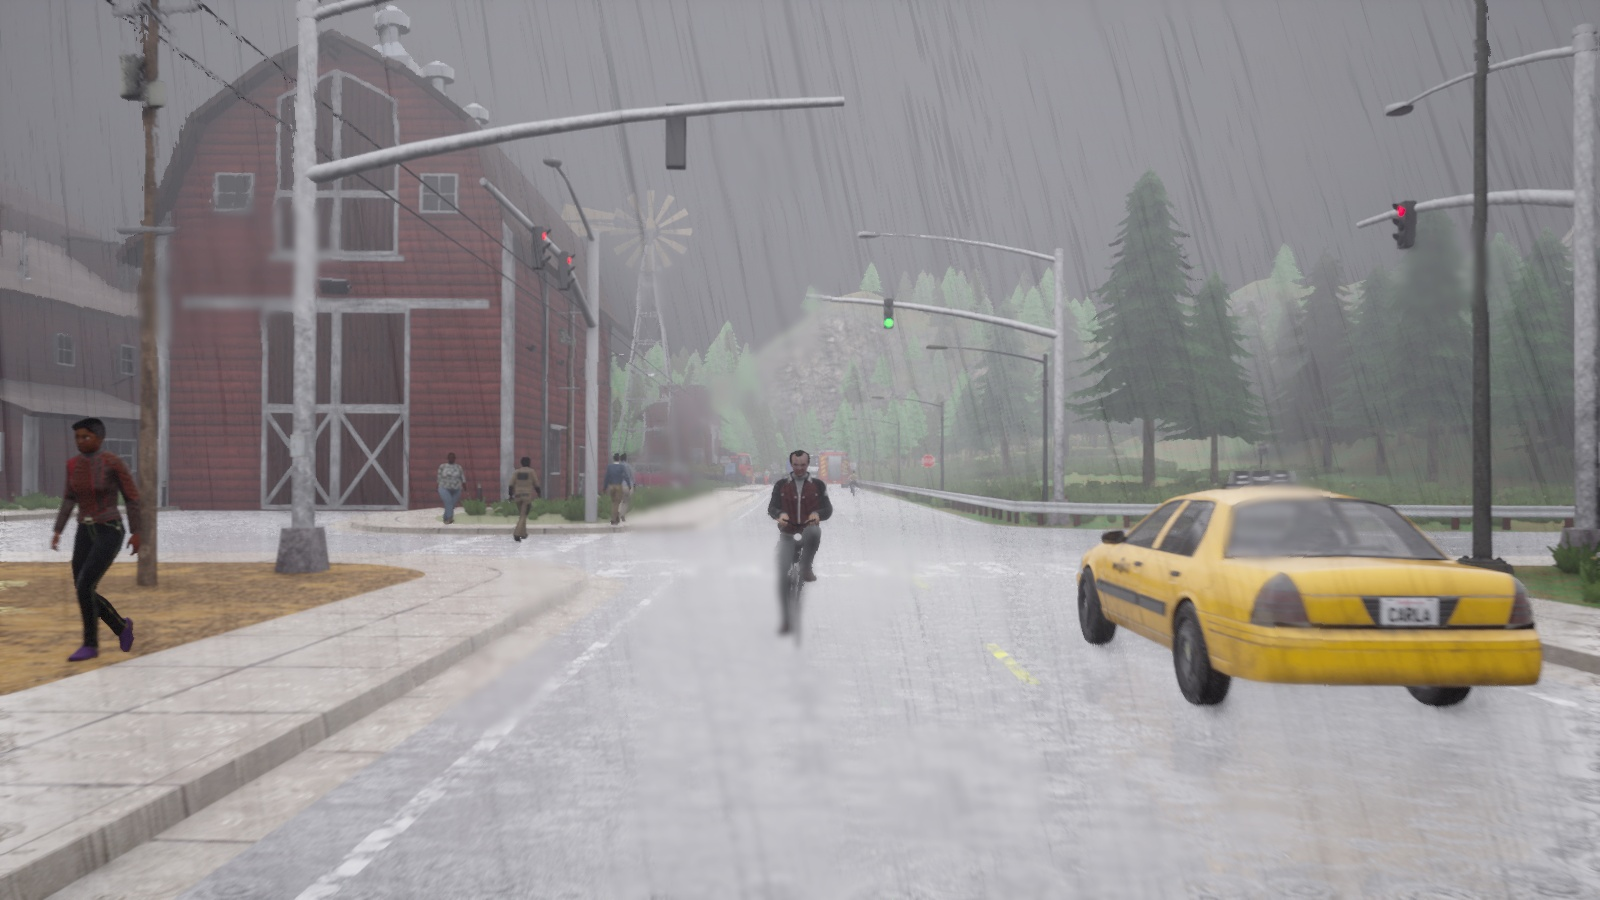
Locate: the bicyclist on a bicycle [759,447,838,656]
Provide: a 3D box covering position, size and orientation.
[{"bbox_3d":[-0.004,0.879,11.574,0.659,1.776,1.843,0,-1,0],"label":"bicyclist on a bicycle"}]

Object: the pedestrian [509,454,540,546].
[{"bbox_3d":[-5.851,1.061,26.718,0.396,1.930,0.692,0,-1,12],"label":"pedestrian"}]

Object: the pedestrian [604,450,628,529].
[{"bbox_3d":[-4.603,0.992,31.487,0.423,1.949,0.788,0,-1,5],"label":"pedestrian"}]

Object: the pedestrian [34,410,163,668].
[{"bbox_3d":[-5.140,0.629,9.233,0.328,1.805,0.869,0,-1,12],"label":"pedestrian"}]

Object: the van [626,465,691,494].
[{"bbox_3d":[-10.130,2.113,89.920,4.442,1.987,1.775,0,-1,0],"label":"van"}]

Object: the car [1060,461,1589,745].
[{"bbox_3d":[3.477,0.901,9.678,1.801,1.575,5.366,0,-1,0],"label":"car"}]

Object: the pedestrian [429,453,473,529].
[{"bbox_3d":[-8.691,0.999,31.264,0.874,1.855,0.900,0,-1,-29],"label":"pedestrian"}]

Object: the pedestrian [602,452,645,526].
[{"bbox_3d":[-4.503,0.997,32.103,0.874,1.855,0.900,0,-1,9],"label":"pedestrian"}]
